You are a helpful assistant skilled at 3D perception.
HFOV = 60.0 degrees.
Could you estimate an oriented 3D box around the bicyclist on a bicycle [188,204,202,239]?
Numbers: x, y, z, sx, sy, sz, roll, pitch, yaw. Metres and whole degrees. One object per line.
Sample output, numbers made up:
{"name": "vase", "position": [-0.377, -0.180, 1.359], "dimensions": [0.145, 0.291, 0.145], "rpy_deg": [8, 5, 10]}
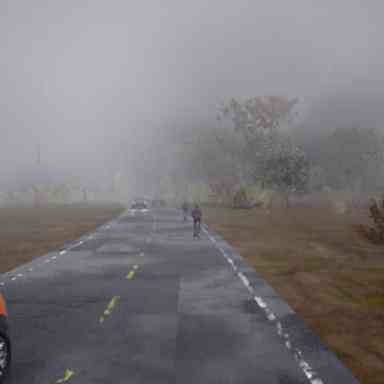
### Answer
{"name": "bicyclist on a bicycle", "position": [0.245, 1.465, 16.157], "dimensions": [0.582, 1.620, 1.656], "rpy_deg": [0, 0, -4]}

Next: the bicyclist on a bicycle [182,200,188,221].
{"name": "bicyclist on a bicycle", "position": [-0.485, 1.474, 25.216], "dimensions": [0.582, 1.620, 1.656], "rpy_deg": [0, 0, -5]}

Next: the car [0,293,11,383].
{"name": "car", "position": [-3.169, 1.359, 2.022], "dimensions": [2.097, 1.767, 4.553], "rpy_deg": [0, 0, -1]}

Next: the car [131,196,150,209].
{"name": "car", "position": [-7.300, 1.409, 45.844], "dimensions": [2.097, 1.767, 4.553], "rpy_deg": [0, 0, -10]}

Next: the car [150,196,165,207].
{"name": "car", "position": [-5.755, 1.417, 54.404], "dimensions": [2.097, 1.767, 4.553], "rpy_deg": [0, 0, -12]}

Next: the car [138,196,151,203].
{"name": "car", "position": [-10.474, 1.578, 73.145], "dimensions": [1.882, 1.535, 5.008], "rpy_deg": [0, 0, -17]}
